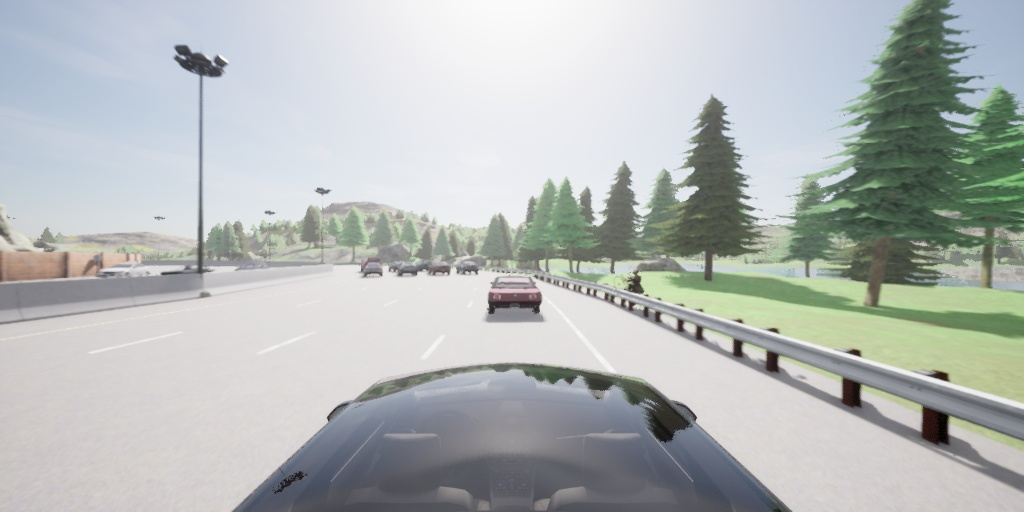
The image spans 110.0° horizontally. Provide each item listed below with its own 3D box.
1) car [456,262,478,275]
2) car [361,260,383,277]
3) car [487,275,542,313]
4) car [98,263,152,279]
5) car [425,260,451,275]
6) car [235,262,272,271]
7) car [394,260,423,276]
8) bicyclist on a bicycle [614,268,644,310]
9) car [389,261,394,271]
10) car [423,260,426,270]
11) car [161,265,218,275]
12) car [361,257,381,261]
[{"bbox_3d":[-5.442,1.423,43.318,1.837,1.490,4.892,0,0,-22],"label":"car"},{"bbox_3d":[-14.580,1.427,37.788,2.033,1.411,5.357,0,0,-22],"label":"car"},{"bbox_3d":[0.027,1.404,14.273,1.895,1.301,4.718,0,0,-2],"label":"car"},{"bbox_3d":[-35.137,1.355,32.741,1.812,1.442,4.674,0,0,-19],"label":"car"},{"bbox_3d":[-8.333,1.380,41.079,1.882,1.535,5.008,0,0,-22],"label":"car"},{"bbox_3d":[-24.668,1.343,34.360,2.128,1.511,4.902,0,0,-18],"label":"car"},{"bbox_3d":[-11.492,1.383,39.512,2.128,1.511,4.902,0,0,-22],"label":"car"},{"bbox_3d":[4.569,1.167,13.752,0.582,1.656,1.620,-12,-39,-22],"label":"bicyclist on a bicycle"},{"bbox_3d":[-15.774,1.421,49.754,2.128,1.511,4.902,0,0,-29],"label":"car"},{"bbox_3d":[-12.513,1.290,51.083,2.097,1.767,4.553,0,0,-29],"label":"car"},{"bbox_3d":[-27.119,1.431,30.245,1.895,1.301,4.718,0,0,-15],"label":"car"},{"bbox_3d":[-18.705,1.139,47.840,2.150,2.045,5.566,0,0,-29],"label":"car"}]
